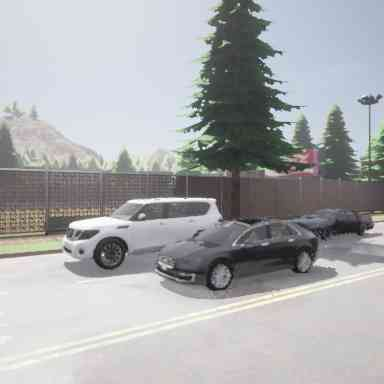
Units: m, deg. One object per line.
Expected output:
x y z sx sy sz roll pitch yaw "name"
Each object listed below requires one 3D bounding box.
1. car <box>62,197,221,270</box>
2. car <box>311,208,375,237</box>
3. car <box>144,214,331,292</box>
-1.427 1.221 11.389 5.566 2.045 2.150 0 0 -33 "car"
7.152 1.547 16.980 5.357 1.411 2.033 0 0 -33 "car"
1.391 1.505 9.044 4.892 1.490 1.837 0 0 -33 "car"
